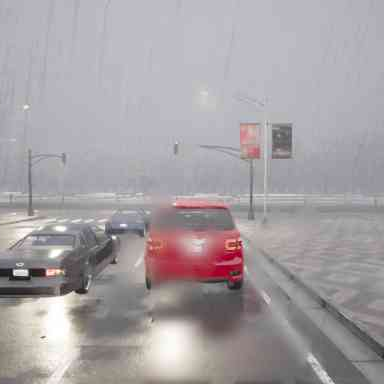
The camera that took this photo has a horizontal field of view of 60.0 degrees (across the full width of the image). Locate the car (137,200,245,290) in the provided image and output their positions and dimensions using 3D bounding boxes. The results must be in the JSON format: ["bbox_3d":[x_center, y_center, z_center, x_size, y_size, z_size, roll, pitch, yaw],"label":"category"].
[{"bbox_3d":[0.038,1.216,9.176,2.150,2.045,5.566,0,0,-1],"label":"car"}]

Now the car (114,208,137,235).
[{"bbox_3d":[-3.279,1.554,17.866,1.994,1.385,4.181,0,0,0],"label":"car"}]

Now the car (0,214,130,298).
[{"bbox_3d":[-3.204,1.542,8.683,2.033,1.411,5.357,0,0,-1],"label":"car"}]

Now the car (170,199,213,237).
[{"bbox_3d":[-0.037,1.341,18.766,2.097,1.767,4.553,0,0,0],"label":"car"}]
